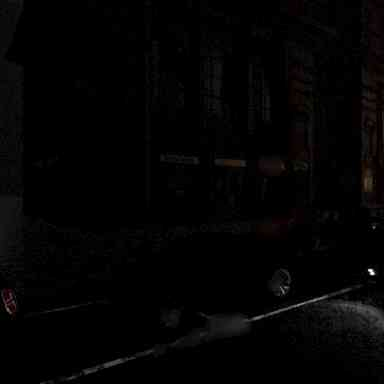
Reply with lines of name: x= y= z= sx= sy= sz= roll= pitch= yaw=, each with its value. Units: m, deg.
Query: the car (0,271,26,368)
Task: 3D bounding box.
car: x=-4.207 y=1.440 z=3.646 sx=4.097 sy=1.590 sz=1.967 roll=0 pitch=0 yaw=-35

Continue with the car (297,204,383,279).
car: x=4.919 y=1.316 z=10.146 sx=5.009 sy=1.841 sz=2.192 roll=0 pitch=0 yaw=-35

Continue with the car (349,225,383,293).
car: x=6.154 y=1.548 z=7.761 sx=5.357 sy=1.411 sz=2.033 roll=0 pitch=0 yaw=-35

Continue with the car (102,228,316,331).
car: x=0.355 y=1.566 z=6.896 sx=4.313 sy=1.339 sz=1.947 roll=0 pitch=0 yaw=-35
